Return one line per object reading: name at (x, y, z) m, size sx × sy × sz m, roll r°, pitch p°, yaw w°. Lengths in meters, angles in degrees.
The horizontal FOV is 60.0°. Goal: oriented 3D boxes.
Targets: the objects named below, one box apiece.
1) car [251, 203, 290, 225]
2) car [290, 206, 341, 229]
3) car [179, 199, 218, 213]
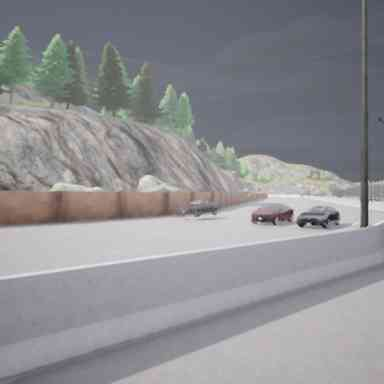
car at (6.257, 1.620, 25.431) m, size 1.882 × 1.535 × 5.008 m, roll 0°, pitch -1°, yaw 36°
car at (8.968, 1.682, 23.219) m, size 2.033 × 1.411 × 5.357 m, roll 0°, pitch 0°, yaw 36°
car at (0.682, 1.382, 29.656) m, size 1.812 × 1.442 × 4.674 m, roll 0°, pitch 0°, yaw 36°
